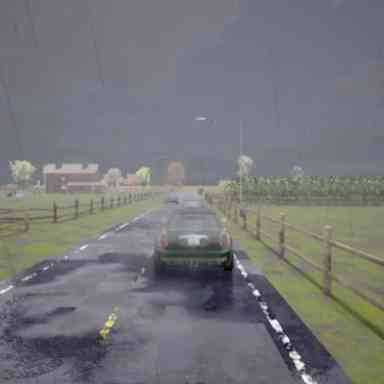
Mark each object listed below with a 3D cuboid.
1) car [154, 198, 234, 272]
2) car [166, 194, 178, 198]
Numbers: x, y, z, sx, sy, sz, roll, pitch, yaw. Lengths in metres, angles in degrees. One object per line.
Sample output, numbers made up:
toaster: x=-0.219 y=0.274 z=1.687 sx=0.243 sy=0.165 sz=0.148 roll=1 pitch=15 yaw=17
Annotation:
car: x=0.056 y=1.240 z=10.490 sx=2.097 sy=1.767 sz=4.553 roll=0 pitch=1 yaw=0
car: x=-2.831 y=1.021 z=47.334 sx=2.033 sy=1.411 sz=5.357 roll=0 pitch=1 yaw=0
